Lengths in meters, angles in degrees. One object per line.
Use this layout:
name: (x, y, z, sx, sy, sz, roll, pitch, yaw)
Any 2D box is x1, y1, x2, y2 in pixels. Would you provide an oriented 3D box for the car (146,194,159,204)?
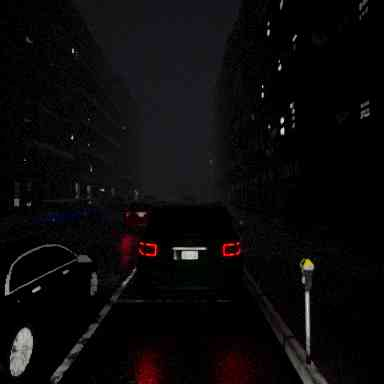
car: (-8.319, 1.471, 70.528, 2.192, 1.841, 5.009, 1, 0, 0)

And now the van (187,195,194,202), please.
van: (-0.476, 1.575, 87.068, 1.690, 1.788, 3.998, 1, 0, 0)

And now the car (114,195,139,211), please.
car: (-8.315, 1.379, 42.875, 2.192, 1.841, 5.009, 1, 0, 0)

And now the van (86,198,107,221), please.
van: (-8.314, 1.368, 26.285, 1.690, 1.788, 3.998, 1, 0, 0)

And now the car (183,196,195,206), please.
car: (-0.474, 1.553, 59.411, 1.967, 1.590, 4.097, 1, 0, 0)

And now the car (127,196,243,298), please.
car: (-0.040, 1.233, 8.683, 2.150, 2.045, 5.566, 0, 0, 0)

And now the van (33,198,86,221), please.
van: (-8.313, 1.359, 20.753, 1.690, 1.788, 3.998, 2, 0, 0)

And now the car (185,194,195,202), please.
car: (-0.475, 1.521, 81.536, 2.192, 1.841, 5.009, 1, 0, 0)

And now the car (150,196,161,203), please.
car: (-8.325, 1.725, 76.058, 1.887, 1.381, 4.507, 1, 0, 0)

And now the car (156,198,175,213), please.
car: (-3.023, 1.532, 39.090, 1.882, 1.535, 5.008, 0, 0, 0)

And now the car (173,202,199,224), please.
car: (-0.438, 1.572, 26.224, 1.887, 1.381, 4.507, 1, 0, 0)

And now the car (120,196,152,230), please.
car: (-2.923, 1.369, 21.272, 2.097, 1.767, 4.553, 0, 0, 0)

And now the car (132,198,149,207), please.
car: (-8.323, 1.660, 53.938, 1.947, 1.339, 4.313, 1, 0, 0)

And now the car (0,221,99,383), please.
car: (-2.920, 1.510, 5.333, 1.837, 1.490, 4.892, 0, 0, 0)

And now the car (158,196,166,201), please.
car: (-8.328, 1.846, 92.652, 1.802, 1.307, 4.206, 1, 0, 0)

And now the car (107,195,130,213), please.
car: (-8.315, 1.365, 37.346, 2.192, 1.841, 5.009, 1, 0, 0)
